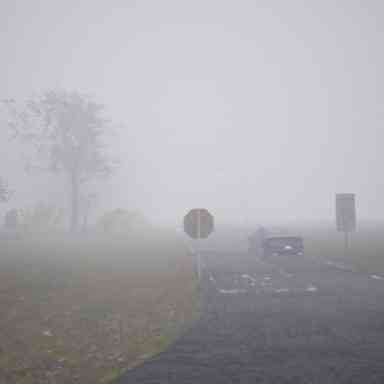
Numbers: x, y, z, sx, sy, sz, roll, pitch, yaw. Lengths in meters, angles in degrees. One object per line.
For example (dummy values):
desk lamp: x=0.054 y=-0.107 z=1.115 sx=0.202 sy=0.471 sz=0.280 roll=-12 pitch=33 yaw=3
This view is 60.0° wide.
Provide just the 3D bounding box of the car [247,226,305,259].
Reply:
car: x=4.248 y=2.528 z=17.523 sx=1.882 sy=1.535 sz=5.008 roll=0 pitch=-4 yaw=-3

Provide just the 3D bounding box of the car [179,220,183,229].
car: x=-0.848 y=4.730 z=49.593 sx=1.994 sy=1.385 sz=4.181 roll=0 pitch=-4 yaw=-4
